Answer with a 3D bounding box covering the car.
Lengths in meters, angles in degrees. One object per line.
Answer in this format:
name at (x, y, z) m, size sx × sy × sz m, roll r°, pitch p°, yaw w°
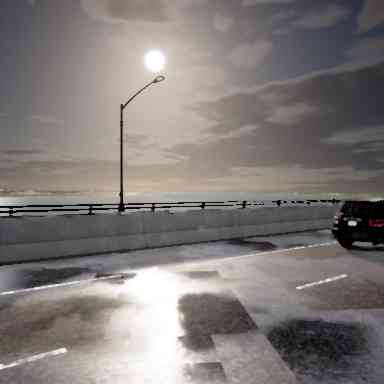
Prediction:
car at (8.167, 1.262, 13.945) m, size 5.566 × 2.045 × 2.150 m, roll 0°, pitch 0°, yaw -35°
